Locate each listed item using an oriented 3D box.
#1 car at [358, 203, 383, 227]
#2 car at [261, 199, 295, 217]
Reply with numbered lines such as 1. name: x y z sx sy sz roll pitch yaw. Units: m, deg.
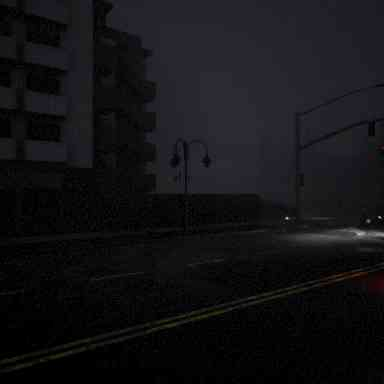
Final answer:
1. car: 12.693 1.491 21.569 4.902 1.511 2.128 0 0 -35
2. car: 7.818 1.478 32.198 1.882 1.535 5.008 0 0 -38
